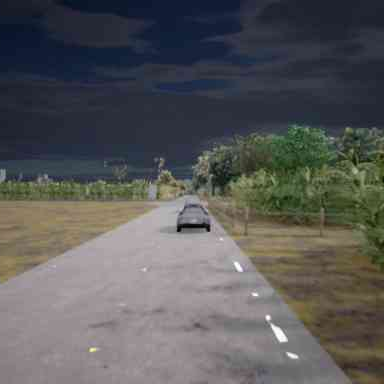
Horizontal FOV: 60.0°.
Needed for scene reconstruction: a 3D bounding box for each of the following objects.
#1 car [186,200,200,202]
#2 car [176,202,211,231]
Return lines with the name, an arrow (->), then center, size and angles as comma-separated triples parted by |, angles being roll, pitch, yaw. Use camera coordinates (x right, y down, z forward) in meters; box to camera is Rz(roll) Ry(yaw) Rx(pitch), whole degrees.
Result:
car -> 0.100, 1.510, 36.908 | 1.895, 1.301, 4.718 | 0, 0, 0
car -> 0.098, 1.514, 20.100 | 1.994, 1.385, 4.181 | 0, 0, 0
